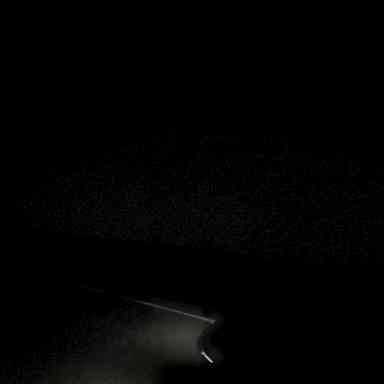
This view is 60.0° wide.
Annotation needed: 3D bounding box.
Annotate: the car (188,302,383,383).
[{"bbox_3d":[2.148,1.526,2.470,4.674,1.442,1.812,0,0,35],"label":"car"}]
